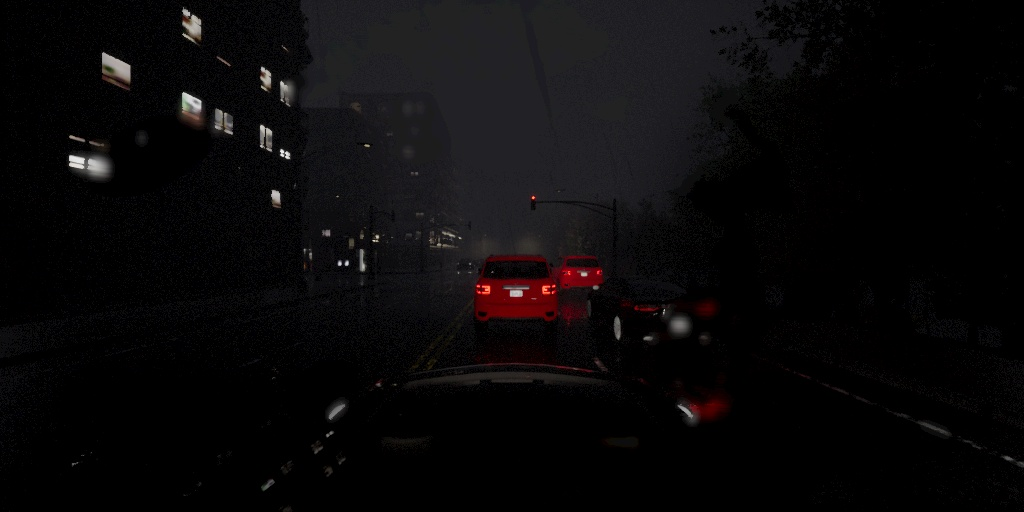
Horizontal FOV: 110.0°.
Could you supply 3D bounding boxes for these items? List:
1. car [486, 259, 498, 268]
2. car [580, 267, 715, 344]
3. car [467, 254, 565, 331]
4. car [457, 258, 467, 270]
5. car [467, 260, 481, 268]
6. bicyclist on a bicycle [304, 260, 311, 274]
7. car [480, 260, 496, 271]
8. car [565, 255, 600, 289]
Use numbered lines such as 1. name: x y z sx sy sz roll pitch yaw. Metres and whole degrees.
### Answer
1. car: -3.377 1.274 61.395 1.837 1.490 4.892 0 0 0
2. car: 3.341 1.228 9.612 1.882 1.535 5.008 0 0 0
3. car: 0.093 0.971 11.073 2.150 2.045 5.566 0 0 0
4. car: -6.637 1.115 51.647 2.097 1.767 4.553 0 0 0
5. car: -6.623 1.372 62.914 1.895 1.301 4.718 0 0 0
6. bicyclist on a bicycle: -24.915 1.336 43.673 0.582 1.620 1.656 -1 0 -1
7. car: -3.388 1.311 51.825 2.033 1.411 5.357 0 0 0
8. car: 3.340 0.973 19.611 2.150 2.045 5.566 0 0 -1
